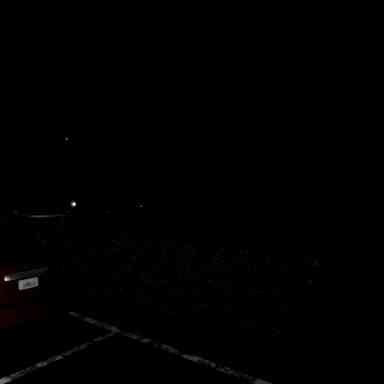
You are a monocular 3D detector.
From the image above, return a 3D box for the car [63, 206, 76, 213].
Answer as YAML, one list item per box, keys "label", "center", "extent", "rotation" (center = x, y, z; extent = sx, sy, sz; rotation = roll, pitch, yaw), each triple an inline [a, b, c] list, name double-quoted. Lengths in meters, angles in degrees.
- label: "car"
  center: [-12.158, 1.847, 37.941]
  extent: [1.895, 1.301, 4.718]
  rotation: [-1, -1, 36]

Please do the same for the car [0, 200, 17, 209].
- label: "car"
  center: [-18.233, 1.512, 29.755]
  extent: [2.097, 1.767, 4.553]
  rotation: [-1, -1, 37]

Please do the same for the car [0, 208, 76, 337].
- label: "car"
  center: [-4.132, 1.318, 5.898]
  extent: [5.009, 1.841, 2.192]
  rotation: [0, -1, 36]
